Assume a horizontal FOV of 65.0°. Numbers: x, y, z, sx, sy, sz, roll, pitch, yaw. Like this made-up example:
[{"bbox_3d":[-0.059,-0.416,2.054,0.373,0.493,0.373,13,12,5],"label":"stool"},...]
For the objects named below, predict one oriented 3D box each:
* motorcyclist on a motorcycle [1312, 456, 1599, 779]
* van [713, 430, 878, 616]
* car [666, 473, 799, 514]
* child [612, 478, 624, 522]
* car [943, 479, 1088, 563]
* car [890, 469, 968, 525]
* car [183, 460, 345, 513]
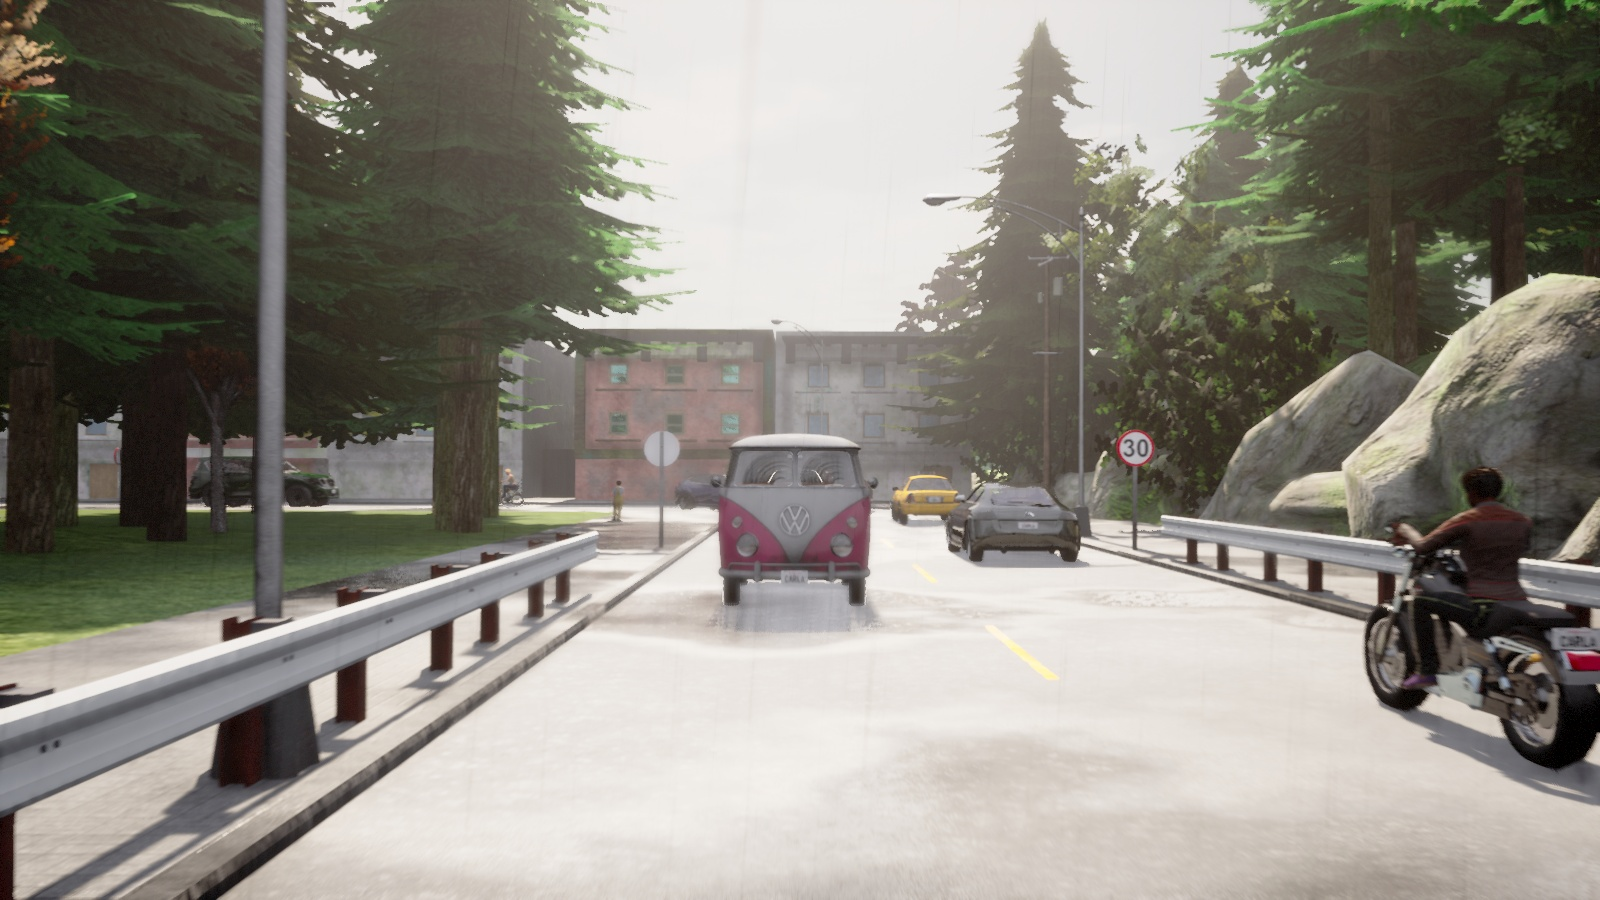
[{"bbox_3d":[3.973,0.876,7.600,0.766,1.649,2.350,0,-1,0],"label":"motorcyclist on a motorcycle"},{"bbox_3d":[-0.059,0.834,15.753,1.775,1.987,4.442,0,-1,0],"label":"van"},{"bbox_3d":[-2.592,1.625,47.720,4.792,1.488,2.163,-1,-1,37],"label":"car"},{"bbox_3d":[-5.225,1.429,36.081,0.270,1.263,0.437,0,-1,0],"label":"child"},{"bbox_3d":[3.910,1.256,23.489,1.994,1.385,4.181,0,-1,0],"label":"car"},{"bbox_3d":[3.853,1.383,38.434,1.801,1.575,5.366,0,-1,0],"label":"car"},{"bbox_3d":[-21.356,1.459,50.186,5.566,2.045,2.150,0,-1,0],"label":"car"}]
